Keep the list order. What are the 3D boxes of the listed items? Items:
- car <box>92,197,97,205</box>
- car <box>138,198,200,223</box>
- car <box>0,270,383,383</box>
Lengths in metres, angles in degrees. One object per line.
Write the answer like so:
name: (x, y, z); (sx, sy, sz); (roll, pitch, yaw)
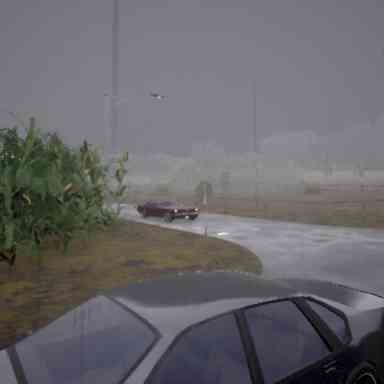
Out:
car: (-11.460, 0.619, 34.635); (1.882, 1.535, 5.008); (-2, 2, -35)
car: (-1.539, 1.082, 20.628); (1.895, 1.301, 4.718); (-2, 2, -35)
car: (-0.101, 1.531, 2.876); (5.357, 1.411, 2.033); (-1, 1, -35)
